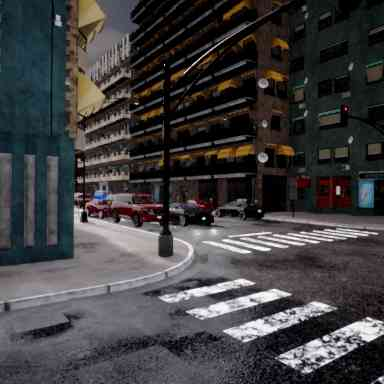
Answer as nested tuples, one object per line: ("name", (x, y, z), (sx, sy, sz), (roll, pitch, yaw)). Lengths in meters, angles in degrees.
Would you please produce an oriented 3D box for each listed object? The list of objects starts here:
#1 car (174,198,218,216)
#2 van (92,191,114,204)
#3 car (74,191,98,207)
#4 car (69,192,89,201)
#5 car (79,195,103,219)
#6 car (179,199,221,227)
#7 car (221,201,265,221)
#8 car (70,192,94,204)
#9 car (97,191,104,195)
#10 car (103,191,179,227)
("car", (0.287, 1.288, 29.669), (1.802, 1.307, 4.206), (2, 0, -36))
("van", (-12.759, 0.726, 47.729), (1.690, 1.788, 3.998), (2, 0, -36))
("car", (-12.081, 0.948, 36.901), (1.882, 1.535, 5.008), (1, 0, -36))
("car", (-19.288, 0.768, 56.758), (1.887, 1.381, 4.507), (2, 0, -36))
("car", (-6.527, 1.182, 24.792), (1.887, 1.381, 4.507), (2, 0, -36))
("car", (-0.478, 1.320, 20.821), (1.994, 1.385, 4.181), (1, 0, -36))
("car", (3.550, 1.353, 25.154), (1.947, 1.339, 4.313), (2, 0, -36))
("car", (-15.642, 0.823, 47.189), (1.882, 1.535, 5.008), (1, 0, -36))
("car", (-6.055, 0.971, 28.548), (2.097, 1.767, 4.553), (1, 0, -36))
("car", (-3.258, 1.033, 20.278), (2.192, 1.841, 5.009), (2, 0, -36))
